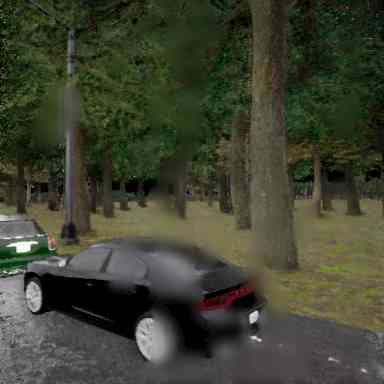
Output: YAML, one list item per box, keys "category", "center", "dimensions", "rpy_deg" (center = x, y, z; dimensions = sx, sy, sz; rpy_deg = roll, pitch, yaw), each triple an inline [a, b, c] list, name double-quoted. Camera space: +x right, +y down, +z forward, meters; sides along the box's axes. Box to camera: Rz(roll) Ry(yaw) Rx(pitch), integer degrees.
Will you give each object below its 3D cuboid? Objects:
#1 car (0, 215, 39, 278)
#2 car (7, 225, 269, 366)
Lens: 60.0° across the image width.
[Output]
- category: "car"
  center: [-5.920, 1.446, 9.607]
  dimensions: [4.553, 1.767, 2.097]
  rpy_deg: [0, -1, 37]
- category: "car"
  center: [-1.139, 1.556, 6.028]
  dimensions: [5.008, 1.535, 1.882]
  rpy_deg: [0, -1, 37]
